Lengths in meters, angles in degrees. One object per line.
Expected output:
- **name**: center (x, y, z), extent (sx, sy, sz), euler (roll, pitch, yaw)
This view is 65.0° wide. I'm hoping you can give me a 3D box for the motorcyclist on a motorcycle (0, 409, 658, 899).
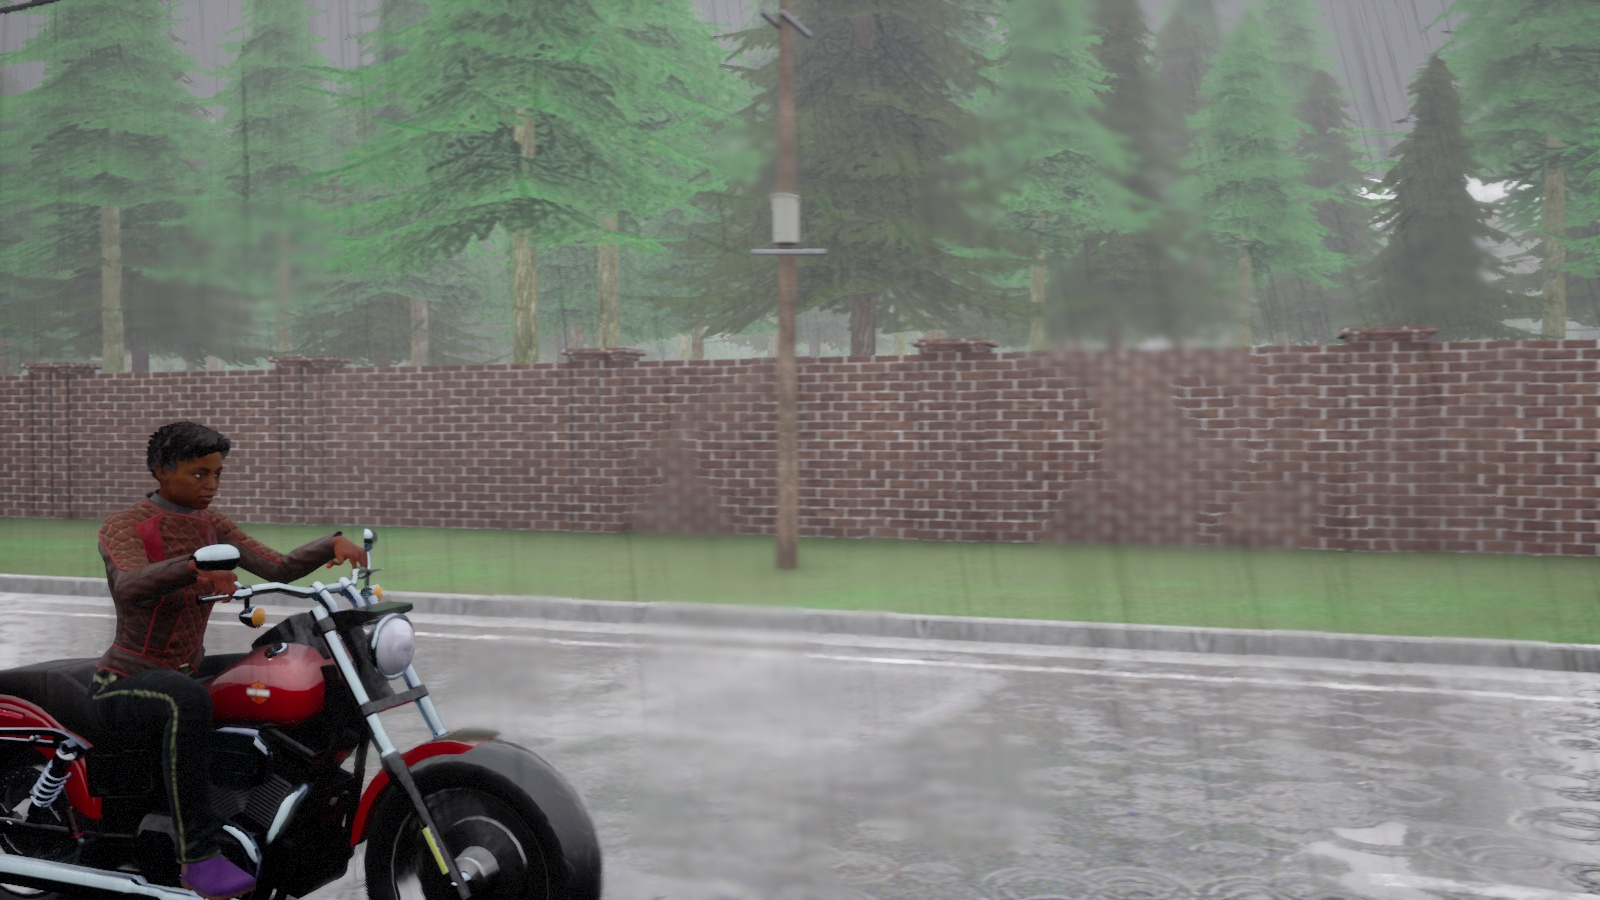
- **motorcyclist on a motorcycle**: center (-1.663, 0.710, 3.752), extent (2.350, 1.649, 0.766), euler (1, 1, 19)
